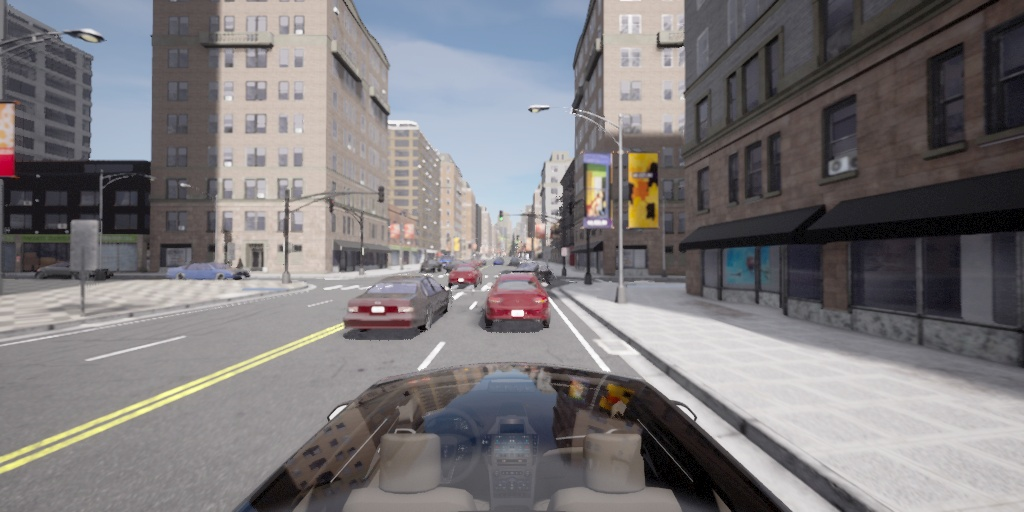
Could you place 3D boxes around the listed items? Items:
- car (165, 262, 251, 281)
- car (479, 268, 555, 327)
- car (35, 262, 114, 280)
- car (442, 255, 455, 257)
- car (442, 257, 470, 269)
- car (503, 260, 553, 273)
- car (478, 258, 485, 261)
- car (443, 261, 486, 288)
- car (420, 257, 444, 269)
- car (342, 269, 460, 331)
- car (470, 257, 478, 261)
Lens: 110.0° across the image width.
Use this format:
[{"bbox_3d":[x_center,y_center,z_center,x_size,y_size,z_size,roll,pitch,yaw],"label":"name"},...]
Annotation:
[{"bbox_3d":[-22.687,1.172,26.845,5.357,1.411,2.033,0,-1,3],"label":"car"},{"bbox_3d":[0.160,1.269,11.323,1.812,1.442,4.674,0,0,0],"label":"car"},{"bbox_3d":[-32.658,1.143,26.851,4.181,1.385,1.994,0,-1,0],"label":"car"},{"bbox_3d":[-9.504,0.907,53.106,2.150,2.045,5.566,0,0,0],"label":"car"},{"bbox_3d":[-6.332,1.182,41.123,1.882,1.535,5.008,0,0,0],"label":"car"},{"bbox_3d":[1.402,1.220,22.971,2.128,1.511,4.902,0,0,18],"label":"car"},{"bbox_3d":[-6.171,1.026,60.207,2.097,1.767,4.553,0,0,1],"label":"car"},{"bbox_3d":[-3.011,1.255,23.604,1.812,1.442,4.674,0,0,0],"label":"car"},{"bbox_3d":[-9.571,1.178,42.932,1.882,1.535,5.008,0,0,1],"label":"car"},{"bbox_3d":[-3.101,1.290,10.860,2.033,1.411,5.357,0,0,0],"label":"car"},{"bbox_3d":[-6.271,1.216,50.329,1.812,1.442,4.674,0,0,1],"label":"car"}]
